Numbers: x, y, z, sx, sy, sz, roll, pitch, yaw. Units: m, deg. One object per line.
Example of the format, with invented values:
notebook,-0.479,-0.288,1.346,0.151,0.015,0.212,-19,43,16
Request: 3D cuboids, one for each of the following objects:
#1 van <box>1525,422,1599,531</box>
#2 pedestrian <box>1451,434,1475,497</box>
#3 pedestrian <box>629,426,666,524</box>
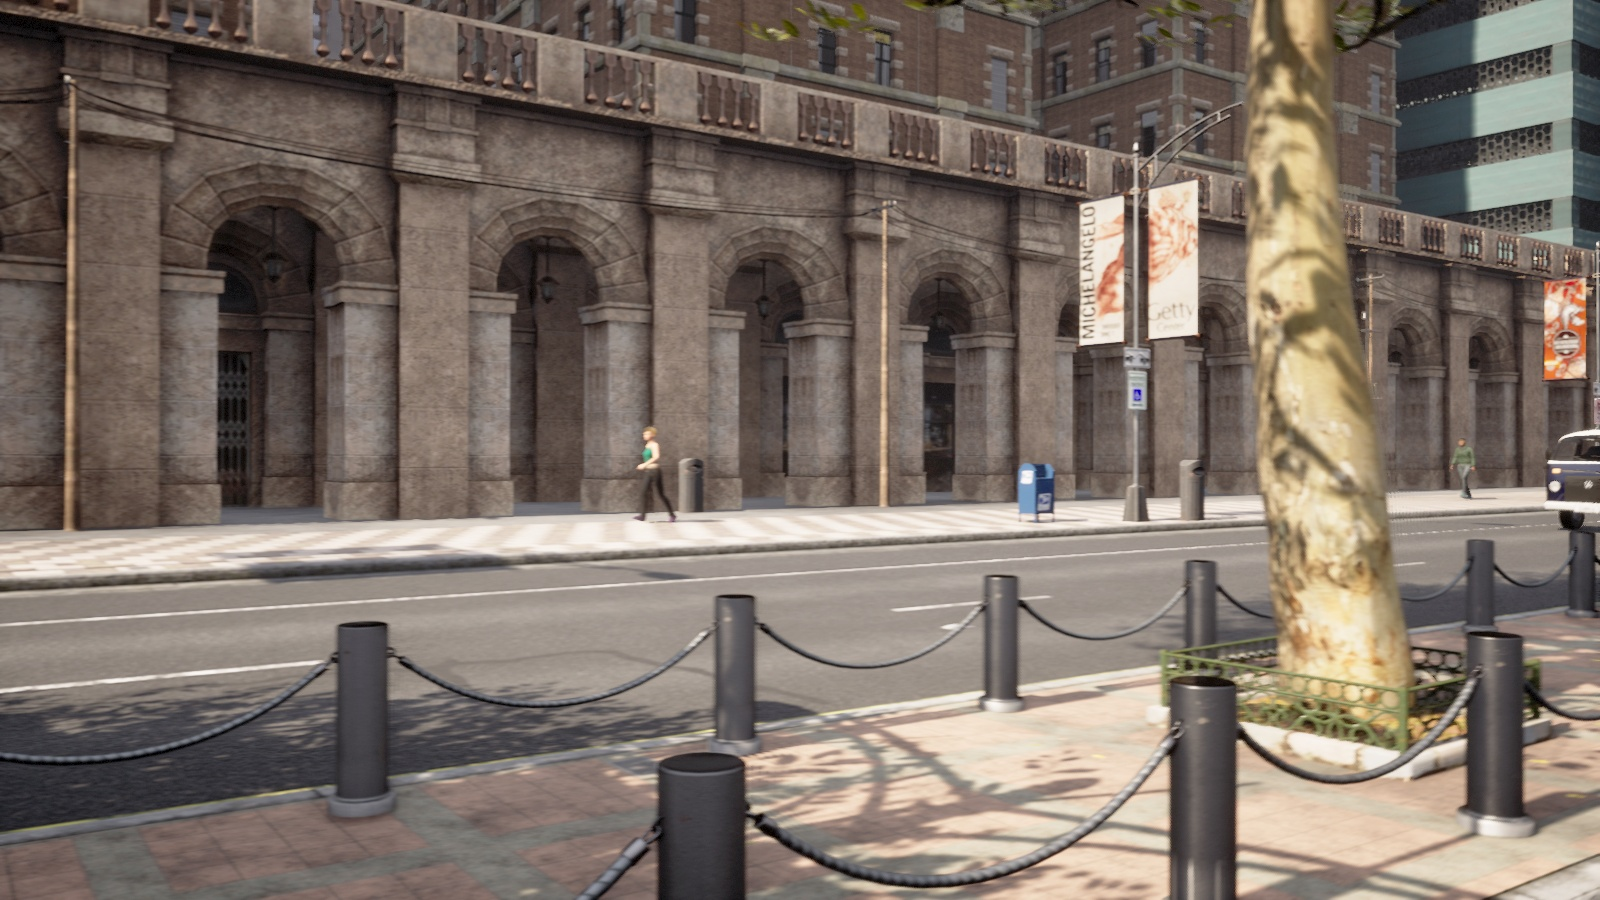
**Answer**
van,16.607,0.491,24.968,4.480,2.038,2.069,0,0,-35
pedestrian,19.403,0.446,36.754,0.614,1.847,0.353,0,0,-33
pedestrian,-2.880,0.464,23.657,0.594,1.836,0.345,0,0,-35
